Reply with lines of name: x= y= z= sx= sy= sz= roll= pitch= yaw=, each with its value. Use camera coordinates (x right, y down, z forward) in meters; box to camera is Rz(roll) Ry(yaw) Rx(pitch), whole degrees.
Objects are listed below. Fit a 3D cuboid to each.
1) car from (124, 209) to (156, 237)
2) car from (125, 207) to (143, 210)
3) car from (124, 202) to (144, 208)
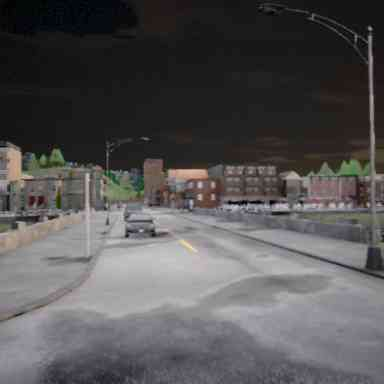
car: x=-3.490 y=2.107 z=22.188 sx=1.812 sy=1.442 sz=4.674 roll=0 pitch=-1 yaw=-11
car: x=-5.412 y=2.436 z=31.863 sx=1.895 sy=1.301 sz=4.718 roll=0 pitch=-1 yaw=-11
car: x=-7.375 y=2.318 z=41.970 sx=2.150 sy=2.045 sz=5.566 roll=0 pitch=-1 yaw=-11
